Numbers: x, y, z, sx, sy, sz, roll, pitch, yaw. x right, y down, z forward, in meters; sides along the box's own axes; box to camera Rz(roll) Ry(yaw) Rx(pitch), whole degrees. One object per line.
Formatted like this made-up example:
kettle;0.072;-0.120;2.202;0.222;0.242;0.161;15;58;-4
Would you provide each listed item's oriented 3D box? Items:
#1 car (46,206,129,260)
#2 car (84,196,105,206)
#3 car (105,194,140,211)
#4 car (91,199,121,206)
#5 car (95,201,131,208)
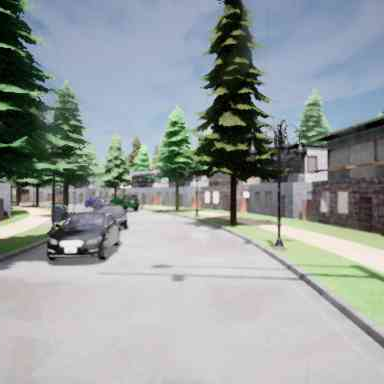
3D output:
car;-3.853;1.501;12.511;2.128;1.511;4.902;0;0;-4
car;-14.191;1.417;49.262;2.097;1.767;4.553;0;0;-43
car;-8.311;1.279;40.581;2.150;2.045;5.566;0;0;-33
car;-8.118;1.641;31.440;1.895;1.301;4.718;0;0;-21
car;-5.165;1.552;21.755;1.812;1.442;4.674;0;0;-13
